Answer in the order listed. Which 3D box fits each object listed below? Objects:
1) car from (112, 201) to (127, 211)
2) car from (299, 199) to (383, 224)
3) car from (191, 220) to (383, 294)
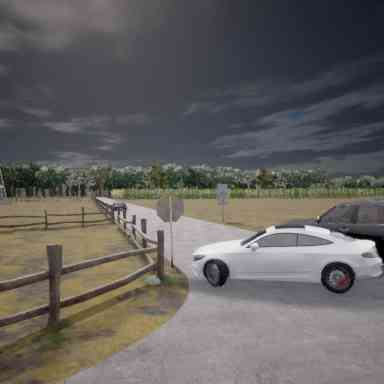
[{"bbox_3d":[-10.823,1.981,49.471,2.033,1.411,5.357,-2,0,-18],"label":"car"},{"bbox_3d":[5.103,1.227,9.809,2.150,2.045,5.566,-2,0,-40],"label":"car"},{"bbox_3d":[2.299,1.612,8.707,4.674,1.442,1.812,-2,0,16],"label":"car"}]
